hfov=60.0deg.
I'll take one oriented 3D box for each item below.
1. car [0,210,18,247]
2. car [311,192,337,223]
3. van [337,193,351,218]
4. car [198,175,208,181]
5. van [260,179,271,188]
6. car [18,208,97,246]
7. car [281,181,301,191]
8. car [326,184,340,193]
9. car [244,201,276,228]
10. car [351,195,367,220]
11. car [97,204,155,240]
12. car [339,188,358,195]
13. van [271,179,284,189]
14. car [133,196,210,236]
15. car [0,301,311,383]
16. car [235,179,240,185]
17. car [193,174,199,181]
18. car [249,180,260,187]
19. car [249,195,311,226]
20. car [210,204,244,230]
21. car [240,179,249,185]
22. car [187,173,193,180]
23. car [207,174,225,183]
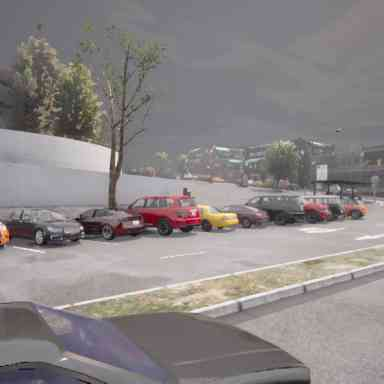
[{"bbox_3d":[-9.449,1.367,13.509,4.553,1.767,2.185,-1,-1,34],"label":"car"},{"bbox_3d":[7.733,1.268,25.666,5.566,2.045,2.435,-1,-1,35],"label":"car"},{"bbox_3d":[10.269,1.298,27.340,4.442,1.987,1.878,-1,-1,35],"label":"van"},{"bbox_3d":[4.991,-3.697,89.551,2.435,2.045,5.566,7,3,34],"label":"car"},{"bbox_3d":[17.118,-1.763,72.284,1.878,1.987,4.442,7,4,35],"label":"van"},{"bbox_3d":[-6.985,1.495,15.237,4.892,1.521,2.231,-1,-1,34],"label":"car"},{"bbox_3d":[20.614,-0.991,67.455,2.231,1.521,4.892,7,3,35],"label":"car"},{"bbox_3d":[25.834,-0.425,60.076,2.435,2.045,5.566,7,3,35],"label":"car"},{"bbox_3d":[2.797,1.550,22.197,4.674,1.452,2.002,-1,-1,35],"label":"car"},{"bbox_3d":[12.676,1.404,29.093,4.553,1.767,2.185,-1,-1,35],"label":"car"},{"bbox_3d":[-4.567,1.525,16.987,4.792,1.488,2.163,-1,-1,34],"label":"car"},{"bbox_3d":[27.528,0.138,57.606,2.002,1.452,4.674,7,3,35],"label":"car"},{"bbox_3d":[18.851,-1.489,69.815,1.878,1.987,4.442,7,4,35],"label":"van"},{"bbox_3d":[-2.125,1.249,18.736,5.566,2.045,2.435,-1,-1,34],"label":"car"},{"bbox_3d":[-1.482,1.548,2.075,5.357,1.411,2.033,0,0,-36],"label":"car"},{"bbox_3d":[11.960,-2.316,79.791,2.002,1.452,4.674,7,3,35],"label":"car"},{"bbox_3d":[3.193,-3.849,92.015,2.185,1.767,4.553,6,3,34],"label":"car"},{"bbox_3d":[15.540,-1.811,75.013,1.946,1.575,5.366,7,3,35],"label":"car"},{"bbox_3d":[5.222,1.264,23.958,5.566,2.045,2.435,-1,-1,35],"label":"car"},{"bbox_3d":[0.193,1.504,20.566,5.366,1.575,1.946,-1,-1,34],"label":"car"},{"bbox_3d":[13.706,-2.042,77.331,2.002,1.452,4.674,7,3,35],"label":"car"},{"bbox_3d":[1.460,-4.084,94.482,2.185,1.767,4.553,4,1,33],"label":"car"},{"bbox_3d":[6.845,-3.175,87.294,1.946,1.575,5.366,7,3,34],"label":"car"}]
